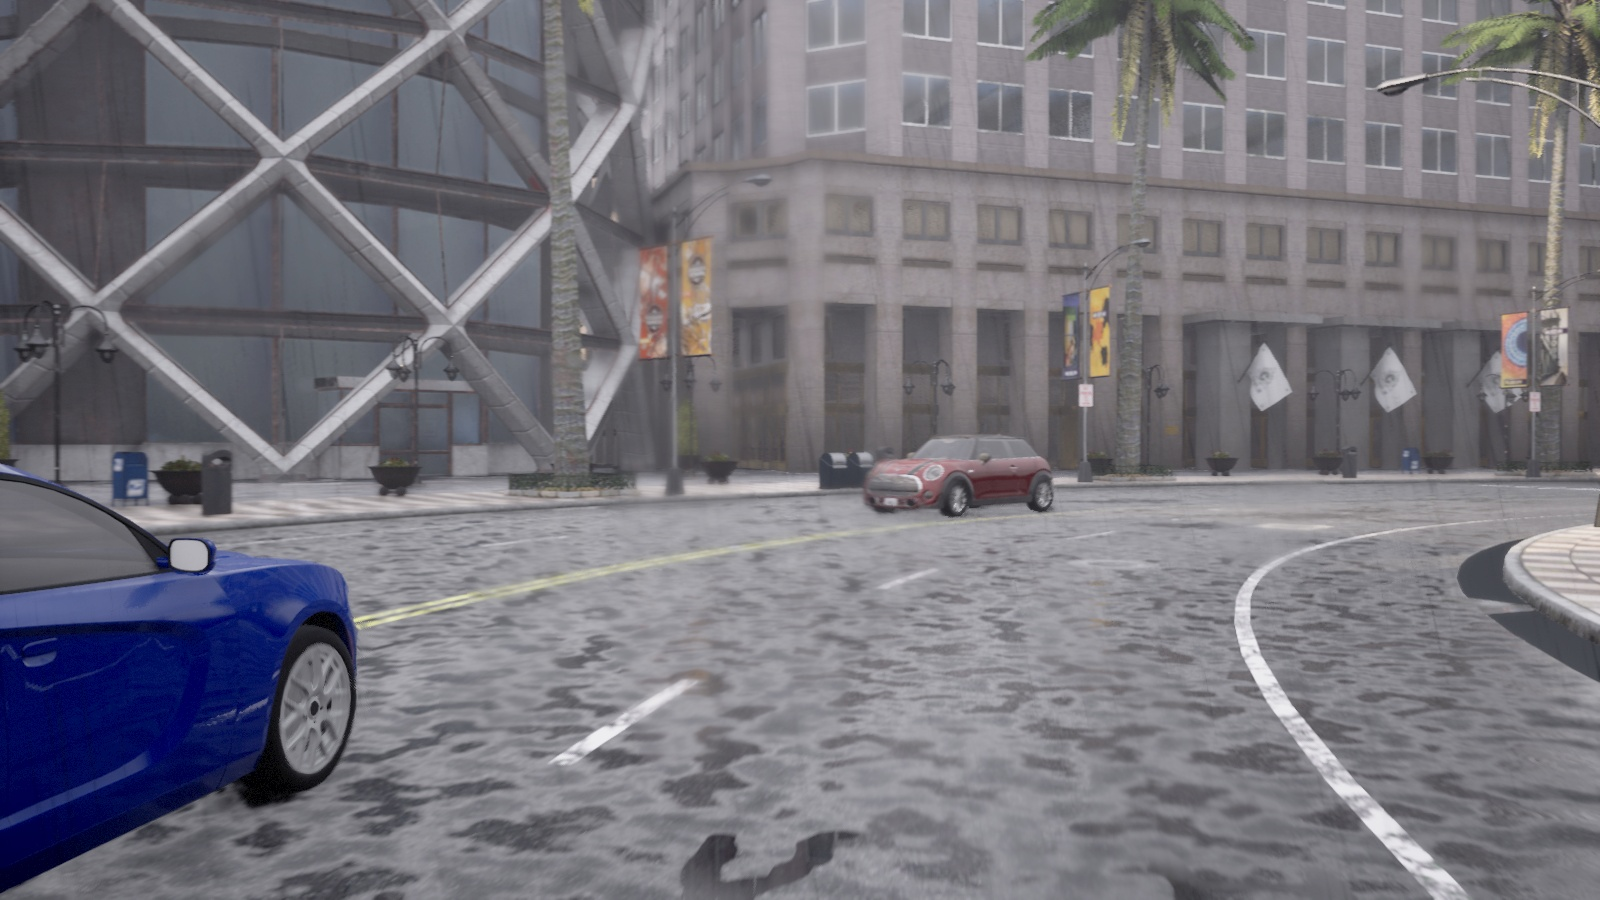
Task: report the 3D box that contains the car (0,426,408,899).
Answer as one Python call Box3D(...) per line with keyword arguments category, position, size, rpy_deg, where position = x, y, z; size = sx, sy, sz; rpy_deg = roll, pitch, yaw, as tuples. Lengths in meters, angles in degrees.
Box3D(category="car", position=(-3.148, 0.696, 3.867), size=(1.882, 1.535, 5.008), rpy_deg=(0, 0, 6))

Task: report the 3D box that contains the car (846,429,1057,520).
Box3D(category="car", position=(3.288, 0.460, 26.658), size=(2.097, 1.767, 4.553), rpy_deg=(0, 0, 45))
